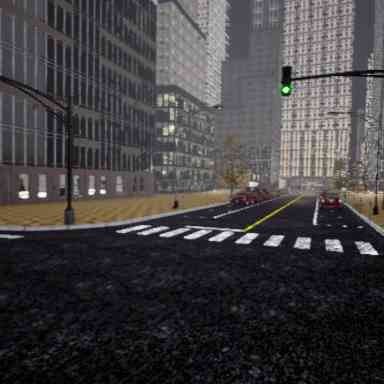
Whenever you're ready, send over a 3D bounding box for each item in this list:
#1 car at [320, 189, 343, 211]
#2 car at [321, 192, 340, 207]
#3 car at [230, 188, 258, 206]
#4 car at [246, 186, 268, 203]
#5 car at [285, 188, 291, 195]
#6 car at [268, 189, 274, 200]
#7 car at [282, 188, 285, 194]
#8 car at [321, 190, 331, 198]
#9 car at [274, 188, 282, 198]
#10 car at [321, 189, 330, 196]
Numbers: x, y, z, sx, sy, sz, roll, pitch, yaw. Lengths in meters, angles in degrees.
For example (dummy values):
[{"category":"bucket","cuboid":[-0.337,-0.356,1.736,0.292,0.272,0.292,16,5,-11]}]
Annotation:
[{"category":"car","cuboid":[12.936,0.797,30.954,1.967,1.590,4.097,1,2,21]},{"category":"car","cuboid":[15.004,0.770,36.298,1.752,1.417,4.829,1,2,21]},{"category":"car","cuboid":[5.123,0.632,33.977,1.887,1.381,4.507,1,2,21]},{"category":"car","cuboid":[7.133,0.294,39.155,2.192,1.841,5.009,1,2,21]},{"category":"car","cuboid":[19.170,-0.091,70.262,1.802,1.307,4.206,1,2,21]},{"category":"car","cuboid":[9.140,0.185,44.339,2.192,1.841,5.009,1,2,21]},{"category":"car","cuboid":[15.157,0.089,59.894,1.887,1.381,4.507,1,2,21]},{"category":"car","cuboid":[24.976,0.287,62.059,1.802,1.307,4.206,1,2,21]},{"category":"car","cuboid":[13.089,0.182,54.552,1.752,1.417,4.829,1,2,21]},{"category":"car","cuboid":[29.052,0.010,72.584,1.752,1.417,4.829,1,2,21]}]
